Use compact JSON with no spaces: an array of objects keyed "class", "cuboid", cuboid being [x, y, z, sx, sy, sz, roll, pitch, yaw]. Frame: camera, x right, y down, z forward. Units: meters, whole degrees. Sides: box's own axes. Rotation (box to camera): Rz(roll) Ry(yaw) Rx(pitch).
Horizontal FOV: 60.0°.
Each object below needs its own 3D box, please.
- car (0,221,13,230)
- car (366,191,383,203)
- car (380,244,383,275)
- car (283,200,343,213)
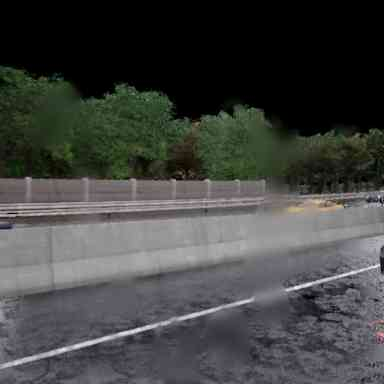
[{"class":"car","cuboid":[-10.244,1.592,13.871,4.718,1.301,1.895,0,0,-35]},{"class":"car","cuboid":[26.148,0.622,46.357,4.553,1.767,2.097,-2,1,-36]},{"class":"car","cuboid":[6.616,1.461,8.394,4.892,1.490,1.837,-1,0,-35]},{"class":"car","cuboid":[8.238,1.322,22.541,5.008,1.535,1.882,-1,1,-34]}]
